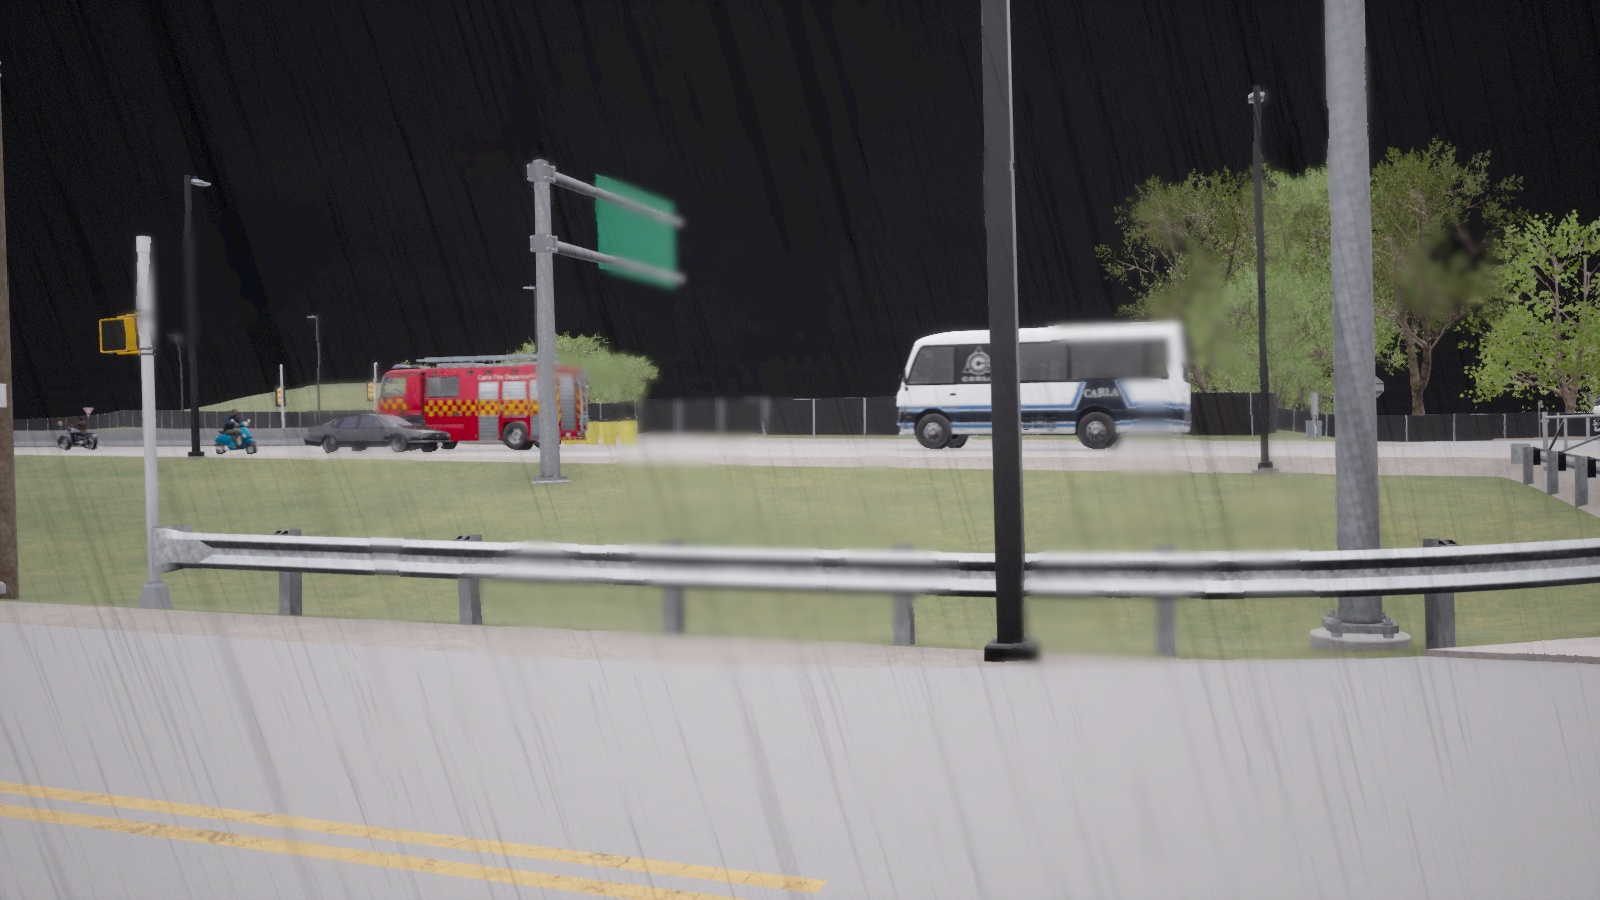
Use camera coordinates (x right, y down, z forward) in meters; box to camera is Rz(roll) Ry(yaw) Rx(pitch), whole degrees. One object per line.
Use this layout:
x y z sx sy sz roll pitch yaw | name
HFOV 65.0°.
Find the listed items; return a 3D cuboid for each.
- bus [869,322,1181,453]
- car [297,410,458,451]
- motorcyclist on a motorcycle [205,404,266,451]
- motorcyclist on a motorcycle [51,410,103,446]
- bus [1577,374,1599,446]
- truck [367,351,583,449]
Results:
7.942 -2.083 44.408 10.273 4.253 3.944 0 1 21 | bus
-15.202 -0.696 45.224 5.357 1.411 2.033 0 1 19 | car
-19.304 -0.760 42.956 1.817 1.590 0.866 0 1 19 | motorcyclist on a motorcycle
-34.147 -1.029 59.308 2.350 1.649 0.766 0 1 19 | motorcyclist on a motorcycle
52.019 -2.370 73.953 10.273 4.253 3.944 0 0 26 | bus
-13.457 -2.008 52.012 8.468 3.827 2.891 0 1 19 | truck
